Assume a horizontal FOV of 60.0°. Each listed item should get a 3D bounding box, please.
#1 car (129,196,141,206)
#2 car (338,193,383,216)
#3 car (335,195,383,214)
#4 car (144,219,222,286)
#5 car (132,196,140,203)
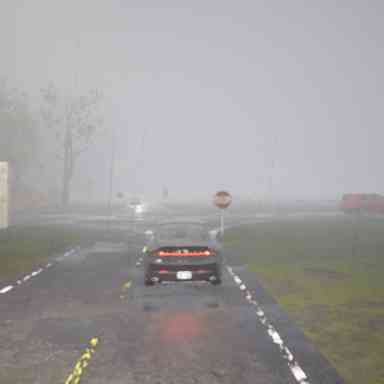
[{"bbox_3d":[-9.908,1.664,58.370,2.033,1.411,5.357,0,0,-9],"label":"car"},{"bbox_3d":[16.372,1.119,30.516,5.566,2.045,2.150,0,0,-6],"label":"car"},{"bbox_3d":[17.474,1.235,34.278,4.553,1.767,2.097,0,0,-7],"label":"car"},{"bbox_3d":[-0.295,1.518,9.468,1.837,1.490,4.892,0,0,-3],"label":"car"},{"bbox_3d":[-12.359,1.679,73.287,1.812,1.442,4.674,0,0,-9],"label":"car"}]
